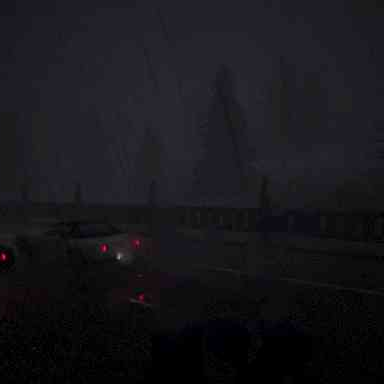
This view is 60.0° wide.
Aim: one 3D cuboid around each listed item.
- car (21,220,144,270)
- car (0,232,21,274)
[{"bbox_3d":[-3.917,1.607,11.086,4.718,1.301,1.895,0,0,36],"label":"car"},{"bbox_3d":[-6.772,1.607,8.822,4.718,1.301,1.895,0,0,36],"label":"car"}]
